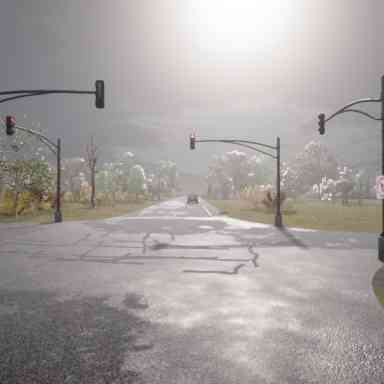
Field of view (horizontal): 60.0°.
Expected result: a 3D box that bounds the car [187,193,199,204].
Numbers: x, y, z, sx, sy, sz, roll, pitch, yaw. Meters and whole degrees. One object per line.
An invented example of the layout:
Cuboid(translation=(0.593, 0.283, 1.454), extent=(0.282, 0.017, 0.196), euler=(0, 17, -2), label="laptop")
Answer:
Cuboid(translation=(0.150, 1.293, 67.563), extent=(2.150, 2.045, 5.566), euler=(0, 0, 0), label="car")
